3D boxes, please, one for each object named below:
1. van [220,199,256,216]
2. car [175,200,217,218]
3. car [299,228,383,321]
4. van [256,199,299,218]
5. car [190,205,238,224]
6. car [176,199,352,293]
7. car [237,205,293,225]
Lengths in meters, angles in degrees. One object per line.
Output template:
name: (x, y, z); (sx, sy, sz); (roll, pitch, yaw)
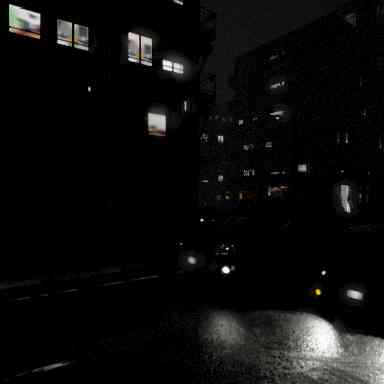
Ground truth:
van: (5.228, 1.677, 38.080); (1.690, 1.788, 3.998); (-1, 0, -36)
car: (0.352, 1.713, 34.961); (2.097, 1.767, 4.553); (0, -1, -36)
car: (4.391, 1.564, 6.815); (4.181, 1.385, 1.994); (0, 0, -35)
van: (8.541, 1.603, 33.562); (1.690, 1.788, 3.998); (-1, 0, -36)
car: (1.798, 1.875, 28.649); (1.802, 1.307, 4.206); (-1, 0, -36)
car: (2.245, 1.222, 9.274); (5.566, 2.045, 2.150); (0, 0, -35)
car: (5.907, 1.802, 27.399); (1.994, 1.385, 4.181); (0, -1, -36)
